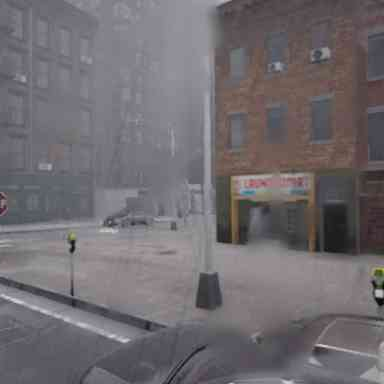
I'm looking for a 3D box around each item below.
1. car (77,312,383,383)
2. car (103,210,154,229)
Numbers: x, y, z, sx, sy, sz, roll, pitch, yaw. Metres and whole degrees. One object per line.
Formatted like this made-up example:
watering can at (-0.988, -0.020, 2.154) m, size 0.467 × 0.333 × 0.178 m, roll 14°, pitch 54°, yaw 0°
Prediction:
car at (0.990, 1.552, 2.108) m, size 4.403 × 1.369 × 2.008 m, roll 0°, pitch -1°, yaw 36°
car at (-4.974, 2.124, 26.486) m, size 1.994 × 1.385 × 4.181 m, roll -1°, pitch -2°, yaw 36°
